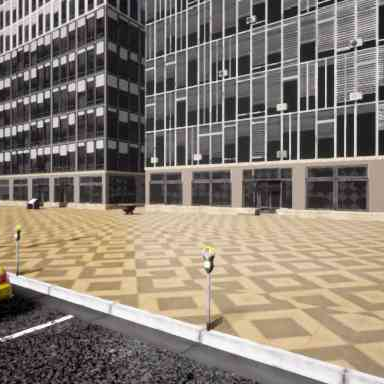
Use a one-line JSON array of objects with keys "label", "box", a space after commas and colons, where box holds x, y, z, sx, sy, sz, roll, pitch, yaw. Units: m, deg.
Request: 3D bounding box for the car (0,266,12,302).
[{"label": "car", "box": [-5.565, 1.526, 6.835, 4.829, 1.417, 1.752, 0, 0, 35]}]
